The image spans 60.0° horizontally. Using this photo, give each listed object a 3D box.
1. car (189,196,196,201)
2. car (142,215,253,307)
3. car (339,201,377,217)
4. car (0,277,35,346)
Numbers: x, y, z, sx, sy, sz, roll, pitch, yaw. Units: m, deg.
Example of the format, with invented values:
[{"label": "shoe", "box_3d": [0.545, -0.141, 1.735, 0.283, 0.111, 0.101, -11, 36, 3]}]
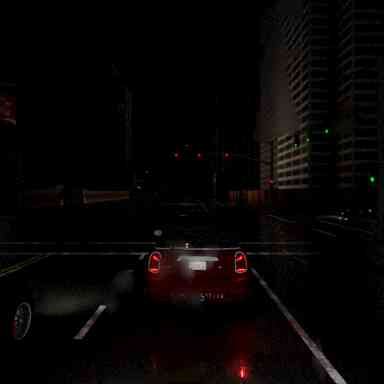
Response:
[{"label": "car", "box_3d": [0.082, 1.595, 83.494, 1.895, 1.301, 4.718, 0, 0, 0]}, {"label": "car", "box_3d": [0.108, 1.352, 8.145, 2.097, 1.767, 4.553, 0, 0, 0]}, {"label": "car", "box_3d": [16.300, 1.547, 30.192, 5.357, 1.411, 2.033, 0, 0, 0]}, {"label": "car", "box_3d": [-3.395, 1.526, 3.371, 1.812, 1.442, 4.674, 0, 0, 0]}]
